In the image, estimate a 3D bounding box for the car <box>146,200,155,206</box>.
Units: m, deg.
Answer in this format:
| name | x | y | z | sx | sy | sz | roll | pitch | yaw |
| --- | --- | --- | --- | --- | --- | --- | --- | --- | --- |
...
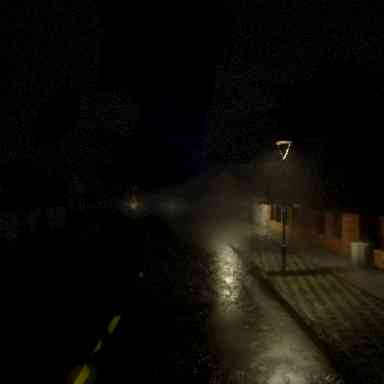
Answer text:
| name | x | y | z | sx | sy | sz | roll | pitch | yaw |
| --- | --- | --- | --- | --- | --- | --- | --- | --- | --- |
| car | -9.714 | 2.460 | 77.165 | 2.033 | 1.411 | 5.357 | 0 | -1 | -10 |
